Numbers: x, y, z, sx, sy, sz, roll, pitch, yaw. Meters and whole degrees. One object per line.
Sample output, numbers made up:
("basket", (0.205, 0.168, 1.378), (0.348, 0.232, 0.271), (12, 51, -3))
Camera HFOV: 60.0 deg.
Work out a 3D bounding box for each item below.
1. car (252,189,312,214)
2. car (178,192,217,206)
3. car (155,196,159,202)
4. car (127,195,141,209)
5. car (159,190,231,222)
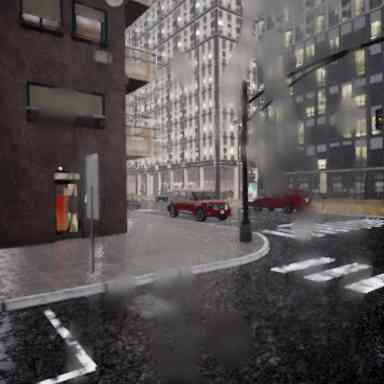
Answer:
("car", (7.045, 0.685, 26.332), (2.192, 1.841, 5.009), (0, 1, -36))
("car", (0.517, 0.730, 35.307), (1.947, 1.339, 4.313), (0, 1, -36))
("car", (-2.746, 0.626, 39.794), (1.947, 1.339, 4.313), (0, 1, -36))
("car", (-6.224, 0.864, 30.330), (1.802, 1.307, 4.206), (0, 1, -36))
("car", (0.304, 0.803, 21.356), (2.192, 1.841, 5.009), (0, 1, -36))
